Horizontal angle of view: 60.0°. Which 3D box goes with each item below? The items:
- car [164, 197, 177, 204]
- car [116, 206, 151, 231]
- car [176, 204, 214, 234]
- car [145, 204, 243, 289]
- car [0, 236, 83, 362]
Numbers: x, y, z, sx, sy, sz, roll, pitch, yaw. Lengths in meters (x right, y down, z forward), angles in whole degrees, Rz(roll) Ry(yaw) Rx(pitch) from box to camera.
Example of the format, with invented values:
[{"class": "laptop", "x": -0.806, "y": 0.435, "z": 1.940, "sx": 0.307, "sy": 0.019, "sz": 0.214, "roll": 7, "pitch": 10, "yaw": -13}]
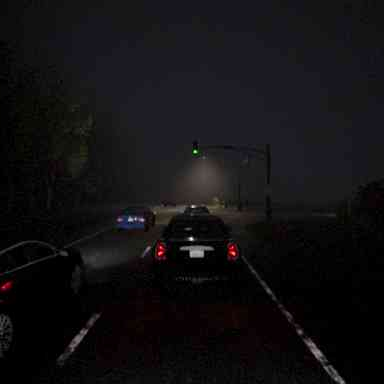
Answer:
[{"class": "car", "x": -3.367, "y": 1.589, "z": 53.189, "sx": 1.837, "sy": 1.490, "sz": 4.892, "roll": 0, "pitch": 0, "yaw": 0}, {"class": "car", "x": -3.387, "y": 1.583, "z": 20.850, "sx": 2.033, "sy": 1.411, "sz": 5.357, "roll": 0, "pitch": 0, "yaw": 0}, {"class": "car", "x": 0.323, "y": 1.583, "z": 20.934, "sx": 2.033, "sy": 1.411, "sz": 5.357, "roll": 0, "pitch": 0, "yaw": 4}, {"class": "car", "x": 0.104, "y": 1.368, "z": 9.341, "sx": 2.097, "sy": 1.767, "sz": 4.553, "roll": 0, "pitch": 0, "yaw": 0}, {"class": "car", "x": -3.397, "y": 1.501, "z": 5.713, "sx": 2.128, "sy": 1.511, "sz": 4.902, "roll": 0, "pitch": 0, "yaw": 0}]
